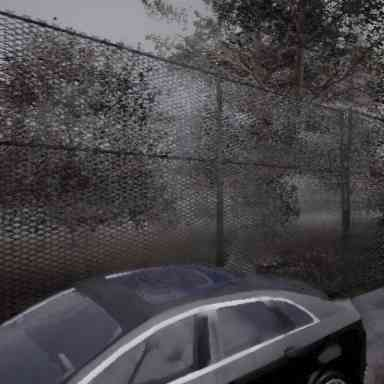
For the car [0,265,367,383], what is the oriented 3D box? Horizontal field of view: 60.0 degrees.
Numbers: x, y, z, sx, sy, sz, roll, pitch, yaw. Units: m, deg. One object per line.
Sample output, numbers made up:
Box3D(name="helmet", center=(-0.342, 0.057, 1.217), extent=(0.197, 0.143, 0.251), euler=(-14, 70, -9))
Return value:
Box3D(name="car", center=(-0.482, 1.492, 2.726), extent=(4.902, 1.511, 2.128), euler=(0, 0, -36))
